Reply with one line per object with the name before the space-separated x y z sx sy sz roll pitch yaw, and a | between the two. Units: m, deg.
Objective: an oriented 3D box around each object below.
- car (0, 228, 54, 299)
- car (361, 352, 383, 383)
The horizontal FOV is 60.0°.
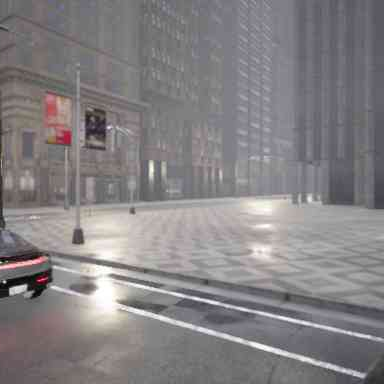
car | -5.017 1.509 7.251 4.902 1.511 2.128 0 0 35
car | 3.318 1.500 1.317 4.892 1.490 1.837 0 0 36
